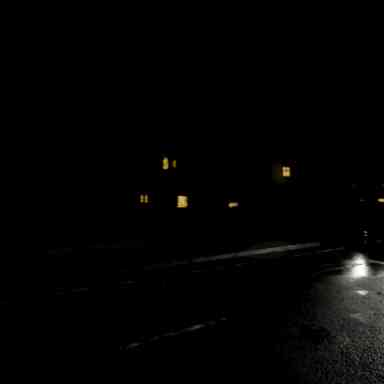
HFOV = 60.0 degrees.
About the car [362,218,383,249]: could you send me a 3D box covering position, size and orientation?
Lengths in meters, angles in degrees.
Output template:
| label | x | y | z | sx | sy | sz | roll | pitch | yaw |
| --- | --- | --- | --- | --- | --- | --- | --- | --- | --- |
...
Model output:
| label | x | y | z | sx | sy | sz | roll | pitch | yaw |
| --- | --- | --- | --- | --- | --- | --- | --- | --- | --- |
| car | 9.246 | 1.645 | 14.269 | 5.008 | 1.535 | 1.882 | 1 | 0 | -35 |
